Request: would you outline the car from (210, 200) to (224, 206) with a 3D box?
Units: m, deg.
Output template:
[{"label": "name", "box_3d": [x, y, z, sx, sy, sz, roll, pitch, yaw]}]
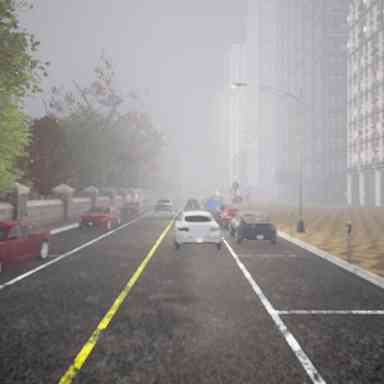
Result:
[{"label": "car", "box_3d": [2.695, 1.577, 26.569, 1.802, 1.307, 4.206, 0, 0, 0]}]

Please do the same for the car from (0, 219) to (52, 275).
[{"label": "car", "box_3d": [-5.688, 1.542, 9.674, 1.887, 1.381, 4.507, 0, 0, 0]}]

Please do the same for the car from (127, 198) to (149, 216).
[{"label": "car", "box_3d": [-5.684, 1.542, 32.203, 1.887, 1.381, 4.507, 0, 0, 0]}]

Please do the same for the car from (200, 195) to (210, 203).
[{"label": "car", "box_3d": [2.703, 1.466, 71.628, 1.967, 1.590, 4.097, 0, 0, 0]}]

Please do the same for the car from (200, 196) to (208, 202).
[{"label": "car", "box_3d": [2.703, 1.616, 77.259, 1.802, 1.307, 4.206, 0, 0, 0]}]

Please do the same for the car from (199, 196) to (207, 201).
[{"label": "car", "box_3d": [2.704, 1.595, 82.891, 2.008, 1.369, 4.403, 0, 0, 0]}]

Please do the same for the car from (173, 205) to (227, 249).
[{"label": "car", "box_3d": [0.191, 1.522, 14.400, 1.812, 1.442, 4.674, 0, 0, -2]}]

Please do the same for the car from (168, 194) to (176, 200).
[{"label": "car", "box_3d": [-5.674, 1.509, 94.157, 1.967, 1.590, 4.097, 0, 0, 0]}]

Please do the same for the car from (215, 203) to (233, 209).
[{"label": "car", "box_3d": [2.694, 1.577, 20.937, 1.802, 1.307, 4.206, 0, 0, 0]}]

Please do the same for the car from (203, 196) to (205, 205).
[{"label": "car", "box_3d": [2.699, 1.588, 49.098, 1.802, 1.307, 4.206, 0, 0, 0]}]

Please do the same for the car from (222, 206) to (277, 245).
[{"label": "car", "box_3d": [2.693, 1.547, 15.305, 2.008, 1.369, 4.403, 0, 0, 0]}]

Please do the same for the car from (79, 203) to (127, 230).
[{"label": "car", "box_3d": [-5.686, 1.540, 20.939, 1.887, 1.381, 4.507, 0, 0, 0]}]

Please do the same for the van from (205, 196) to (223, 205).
[{"label": "van", "box_3d": [2.697, 1.340, 37.835, 1.690, 1.788, 3.998, 0, 0, 0]}]

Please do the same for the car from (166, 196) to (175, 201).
[{"label": "car", "box_3d": [-5.675, 1.622, 88.524, 1.947, 1.339, 4.313, 0, 0, 0]}]

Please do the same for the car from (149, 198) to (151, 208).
[{"label": "car", "box_3d": [-5.683, 1.528, 43.298, 1.752, 1.417, 4.829, 0, 0, 0]}]

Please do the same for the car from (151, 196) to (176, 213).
[{"label": "car", "box_3d": [-3.080, 1.504, 36.623, 1.837, 1.490, 4.892, 0, 0, 0]}]

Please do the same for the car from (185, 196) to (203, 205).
[{"label": "car", "box_3d": [0.108, 1.527, 41.799, 1.812, 1.442, 4.674, 0, 0, 0]}]

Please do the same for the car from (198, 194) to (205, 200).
[{"label": "car", "box_3d": [2.706, 1.508, 94.155, 1.967, 1.590, 4.097, 0, 0, 0]}]
